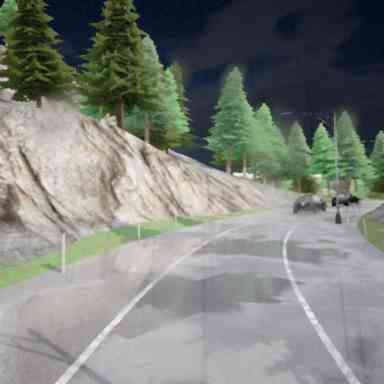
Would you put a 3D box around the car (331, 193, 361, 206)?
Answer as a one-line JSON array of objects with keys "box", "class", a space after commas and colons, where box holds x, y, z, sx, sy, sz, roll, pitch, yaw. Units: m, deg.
[{"box": [18.240, 0.886, 39.482, 4.674, 1.442, 1.812, -3, -1, -40], "class": "car"}]

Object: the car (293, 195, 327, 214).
[{"box": [11.277, 1.065, 31.687, 2.097, 1.767, 4.553, -3, 0, 36], "class": "car"}]
